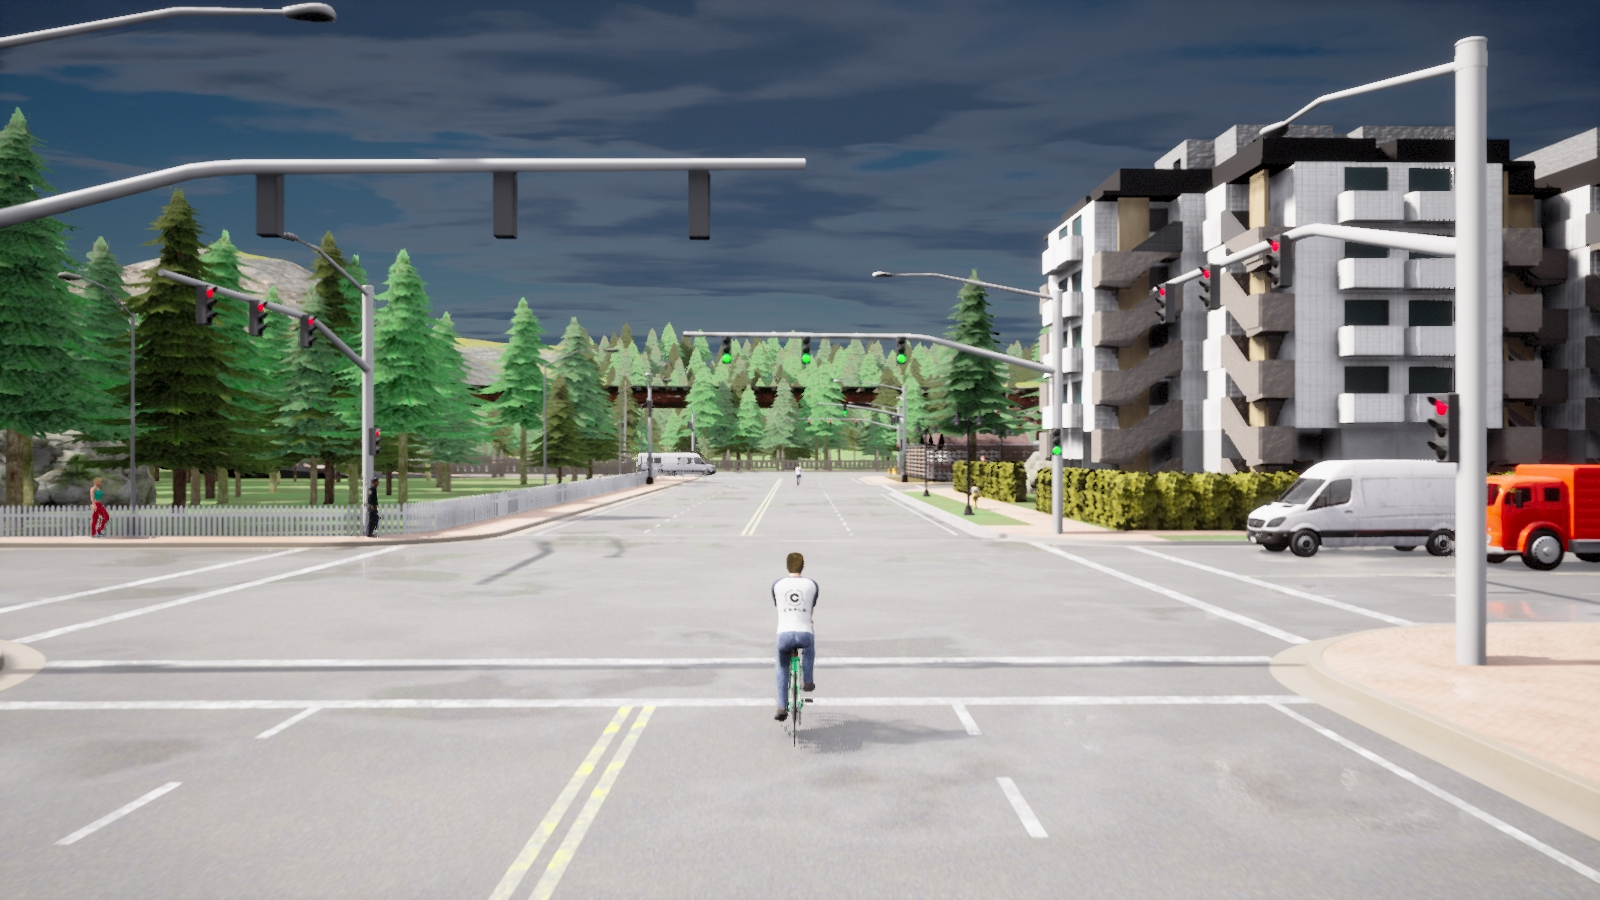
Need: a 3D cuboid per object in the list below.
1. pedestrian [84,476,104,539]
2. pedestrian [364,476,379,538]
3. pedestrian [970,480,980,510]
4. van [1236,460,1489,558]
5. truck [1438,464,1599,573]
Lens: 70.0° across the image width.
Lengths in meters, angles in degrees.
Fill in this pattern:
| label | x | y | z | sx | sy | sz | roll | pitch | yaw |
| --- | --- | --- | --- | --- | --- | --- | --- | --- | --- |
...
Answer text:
| label | x | y | z | sx | sy | sz | roll | pitch | yaw |
| --- | --- | --- | --- | --- | --- | --- | --- | --- | --- |
| pedestrian | -21.130 | 1.712 | 34.193 | 0.375 | 1.860 | 0.375 | 0 | 0 | -2 |
| pedestrian | -12.873 | 1.712 | 34.344 | 0.375 | 1.860 | 0.375 | 0 | 0 | -14 |
| pedestrian | 7.789 | 2.000 | 50.798 | 0.375 | 1.300 | 0.375 | 0 | 0 | 2 |
| van | 15.163 | 1.548 | 30.988 | 5.915 | 2.561 | 1.988 | 0 | 0 | -2 |
| truck | 18.748 | 1.580 | 27.634 | 5.204 | 2.467 | 2.627 | 0 | 0 | -2 |
